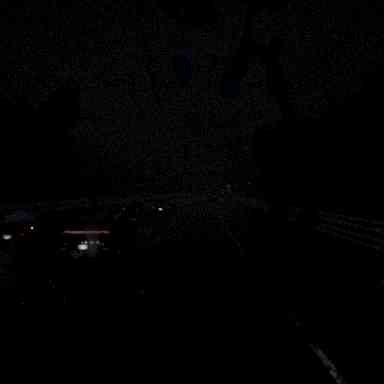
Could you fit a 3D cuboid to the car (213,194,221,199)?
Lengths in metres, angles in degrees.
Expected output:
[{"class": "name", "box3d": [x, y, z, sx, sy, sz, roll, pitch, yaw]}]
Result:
[{"class": "car", "box3d": [7.195, 1.221, 94.868, 1.994, 1.385, 4.181, 0, 0, 9]}]

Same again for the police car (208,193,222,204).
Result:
[{"class": "police car", "box3d": [4.008, 1.239, 60.563, 1.930, 1.638, 5.238, 0, 0, 6]}]

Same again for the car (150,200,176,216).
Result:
[{"class": "car", "box3d": [-2.618, 1.439, 30.624, 1.994, 1.385, 4.181, 0, 0, 3]}]

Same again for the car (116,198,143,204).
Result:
[{"class": "car", "box3d": [-6.031, 1.345, 32.498, 1.882, 1.535, 5.008, 0, 0, 3]}]

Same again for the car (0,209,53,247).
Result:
[{"class": "car", "box3d": [-6.706, 1.460, 14.525, 1.812, 1.442, 4.674, 0, 0, 1]}]

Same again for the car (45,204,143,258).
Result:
[{"class": "car", "box3d": [-3.249, 1.437, 12.484, 2.128, 1.511, 4.902, 0, 0, 1]}]
